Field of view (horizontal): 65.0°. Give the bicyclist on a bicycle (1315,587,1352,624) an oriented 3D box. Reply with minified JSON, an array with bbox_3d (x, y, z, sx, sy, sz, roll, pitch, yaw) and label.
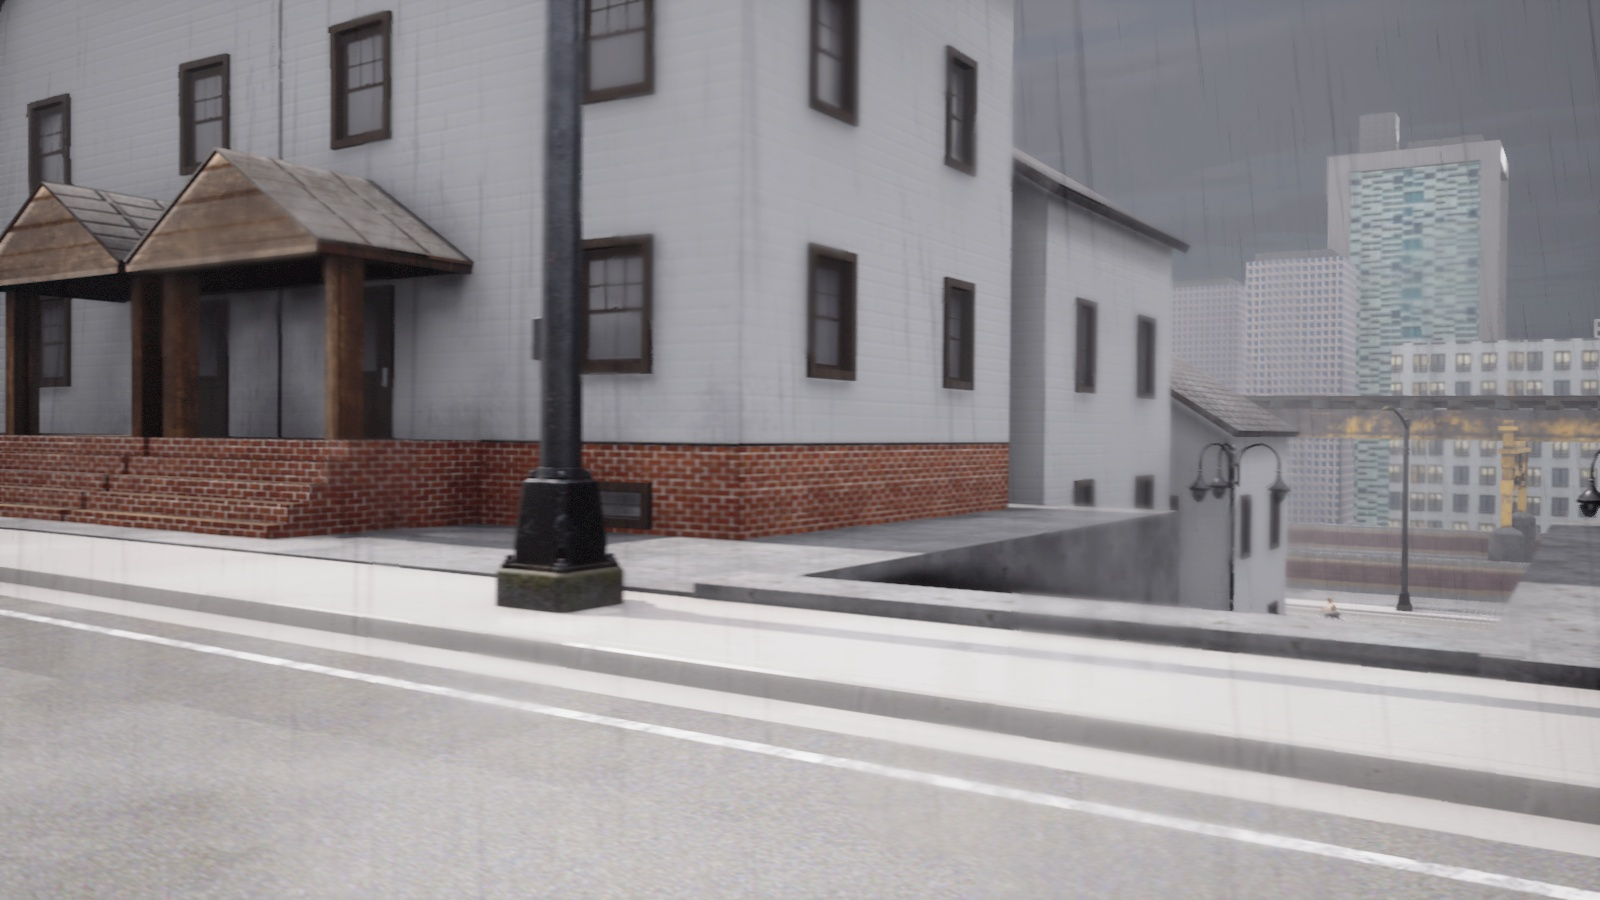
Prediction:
[{"bbox_3d":[26.023,7.592,61.286,1.509,1.612,0.866,-1,1,33],"label":"bicyclist on a bicycle"}]
